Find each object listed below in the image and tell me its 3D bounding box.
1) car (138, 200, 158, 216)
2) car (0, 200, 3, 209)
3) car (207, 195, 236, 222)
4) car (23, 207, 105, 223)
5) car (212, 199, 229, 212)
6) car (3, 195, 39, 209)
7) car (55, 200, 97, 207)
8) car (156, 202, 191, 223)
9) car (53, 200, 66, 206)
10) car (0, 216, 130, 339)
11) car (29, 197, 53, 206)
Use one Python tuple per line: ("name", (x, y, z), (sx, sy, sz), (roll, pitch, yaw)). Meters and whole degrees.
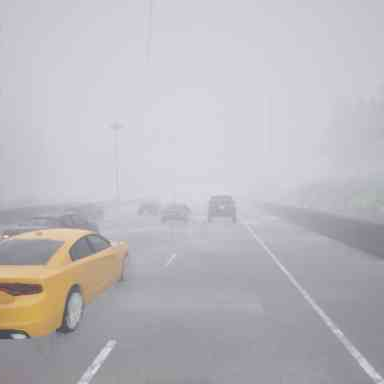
("car", (-4.092, 1.588, 33.398), (1.837, 1.490, 4.892), (0, -1, 5))
("car", (-27.793, 1.700, 46.290), (1.812, 1.442, 4.674), (0, 0, 5))
("car", (2.417, 1.276, 27.003), (2.150, 2.045, 5.566), (0, 0, 5))
("car", (-5.649, 1.593, 13.984), (2.033, 1.411, 5.357), (0, 0, 5))
("car", (3.536, 1.647, 40.930), (1.994, 1.385, 4.181), (0, 0, 4))
("car", (-24.117, 1.393, 48.118), (2.150, 2.045, 5.566), (0, 0, 5))
("car", (-8.231, 1.584, 25.556), (1.837, 1.490, 4.892), (0, 0, 5))
("car", (-1.161, 1.609, 26.166), (2.033, 1.411, 5.357), (0, 0, 5))
("car", (-17.185, 1.750, 47.068), (1.895, 1.301, 4.718), (0, 0, 5))
("car", (-2.709, 1.500, 6.865), (1.882, 1.535, 5.008), (0, 0, 5))
("car", (-20.671, 1.724, 47.384), (1.994, 1.385, 4.181), (0, 0, 5))
